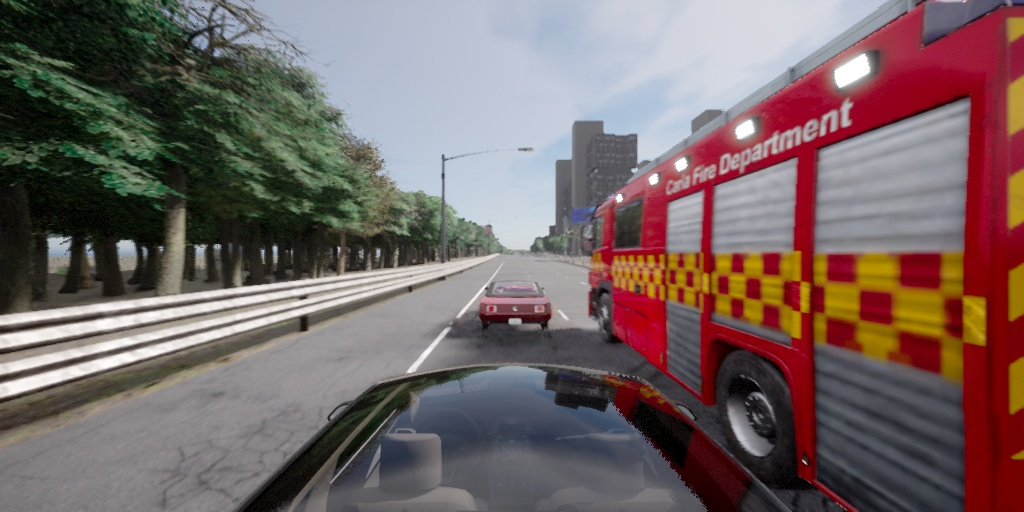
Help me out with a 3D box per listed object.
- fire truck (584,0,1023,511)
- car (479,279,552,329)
[{"bbox_3d":[3.501,0.101,5.675,2.891,3.827,8.468,0,0,0],"label":"fire truck"},{"bbox_3d":[0.083,1.355,11.238,1.895,1.301,4.718,0,0,0],"label":"car"}]
